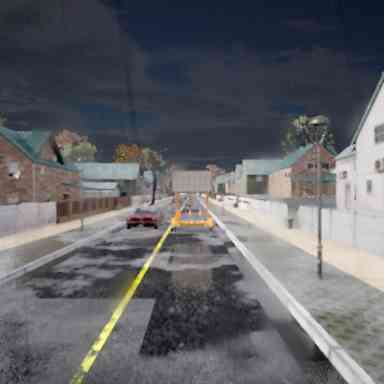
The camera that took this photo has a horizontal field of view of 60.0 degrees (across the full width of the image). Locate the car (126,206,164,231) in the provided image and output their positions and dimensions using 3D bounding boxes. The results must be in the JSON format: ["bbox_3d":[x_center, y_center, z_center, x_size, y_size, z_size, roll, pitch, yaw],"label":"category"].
[{"bbox_3d":[-2.845,1.586,20.825,1.895,1.301,4.718,0,0,0],"label":"car"}]

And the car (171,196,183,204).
[{"bbox_3d":[-2.770,1.440,62.287,1.837,1.490,4.892,0,0,1],"label":"car"}]

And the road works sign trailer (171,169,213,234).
[{"bbox_3d":[0.004,0.451,19.271,2.380,3.560,2.880,0,0,0],"label":"road works sign trailer"}]
